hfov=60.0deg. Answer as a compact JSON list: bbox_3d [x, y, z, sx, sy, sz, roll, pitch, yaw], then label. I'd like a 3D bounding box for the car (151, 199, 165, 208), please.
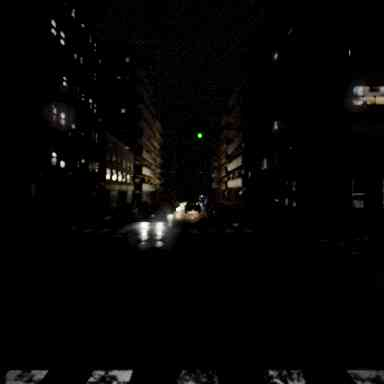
[{"bbox_3d":[-5.712,1.845,56.397,1.887,1.381,4.507,0,0,0],"label":"car"}]

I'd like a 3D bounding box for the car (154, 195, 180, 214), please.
[{"bbox_3d":[-3.071,1.428,39.403,2.150,2.045,5.566,0,0,2],"label":"car"}]

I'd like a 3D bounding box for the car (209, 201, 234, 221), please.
[{"bbox_3d":[2.676,1.730,28.769,1.802,1.307,4.206,0,0,0],"label":"car"}]

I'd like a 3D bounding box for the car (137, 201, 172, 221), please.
[{"bbox_3d":[-3.099,1.710,28.355,1.994,1.385,4.181,0,0,0],"label":"car"}]

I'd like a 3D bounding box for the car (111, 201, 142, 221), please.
[{"bbox_3d":[-5.705,1.714,28.779,1.947,1.339,4.313,0,0,0],"label":"car"}]

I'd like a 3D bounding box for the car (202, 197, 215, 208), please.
[{"bbox_3d":[2.672,1.784,45.339,1.887,1.381,4.507,0,0,0],"label":"car"}]

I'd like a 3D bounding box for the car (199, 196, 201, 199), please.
[{"bbox_3d":[2.664,1.922,73.126,1.752,1.417,4.829,0,0,0],"label":"car"}]

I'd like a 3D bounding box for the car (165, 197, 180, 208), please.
[{"bbox_3d":[-3.066,1.637,53.740,2.097,1.767,4.553,0,0,0],"label":"car"}]

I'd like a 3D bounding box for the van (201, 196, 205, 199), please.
[{"bbox_3d":[2.668,1.611,50.864,1.690,1.788,3.998,0,0,0],"label":"van"}]

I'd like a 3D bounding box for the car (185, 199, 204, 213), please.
[{"bbox_3d":[0.090,1.811,40.239,1.895,1.301,4.718,0,0,0],"label":"car"}]

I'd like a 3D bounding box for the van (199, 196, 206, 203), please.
[{"bbox_3d":[2.659,1.802,84.005,1.690,1.788,3.998,-1,0,0],"label":"van"}]

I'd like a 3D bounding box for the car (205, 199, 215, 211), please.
[{"bbox_3d":[2.675,1.744,34.293,1.947,1.339,4.313,0,0,0],"label":"car"}]

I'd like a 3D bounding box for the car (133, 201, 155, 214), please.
[{"bbox_3d":[-5.708,1.774,39.826,1.947,1.339,4.313,0,0,0],"label":"car"}]

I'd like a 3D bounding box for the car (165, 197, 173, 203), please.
[{"bbox_3d":[-5.720,1.985,83.844,1.752,1.417,4.829,0,0,0],"label":"car"}]

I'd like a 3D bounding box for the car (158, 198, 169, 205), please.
[{"bbox_3d":[-5.715,1.946,67.443,1.802,1.307,4.206,0,0,0],"label":"car"}]
